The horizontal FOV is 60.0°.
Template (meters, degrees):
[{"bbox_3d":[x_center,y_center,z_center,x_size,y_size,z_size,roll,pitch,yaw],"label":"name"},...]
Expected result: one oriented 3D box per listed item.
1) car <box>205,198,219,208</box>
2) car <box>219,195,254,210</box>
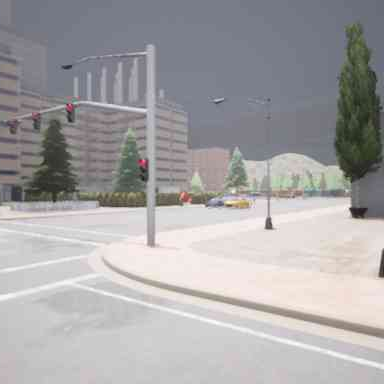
[{"bbox_3d":[3.622,1.525,47.025,1.812,1.442,4.674,0,0,36],"label":"car"},{"bbox_3d":[6.108,1.477,44.503,1.882,1.535,5.008,0,0,36],"label":"car"}]
